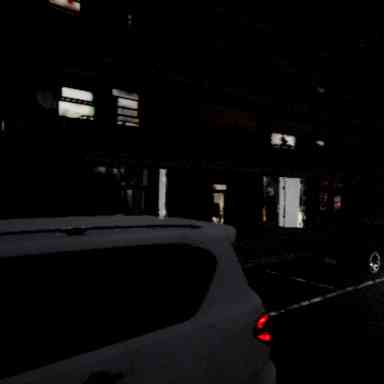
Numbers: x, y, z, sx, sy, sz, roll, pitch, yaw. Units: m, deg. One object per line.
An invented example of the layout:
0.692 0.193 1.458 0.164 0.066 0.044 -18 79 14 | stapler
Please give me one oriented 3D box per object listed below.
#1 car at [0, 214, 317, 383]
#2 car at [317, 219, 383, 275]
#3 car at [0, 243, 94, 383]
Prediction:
-1.915 1.224 1.968 5.566 2.045 2.150 1 0 -35 | car
5.654 1.576 10.578 4.313 1.339 1.947 0 1 -35 | car
-3.565 1.582 4.003 4.206 1.307 1.802 0 1 -35 | car
